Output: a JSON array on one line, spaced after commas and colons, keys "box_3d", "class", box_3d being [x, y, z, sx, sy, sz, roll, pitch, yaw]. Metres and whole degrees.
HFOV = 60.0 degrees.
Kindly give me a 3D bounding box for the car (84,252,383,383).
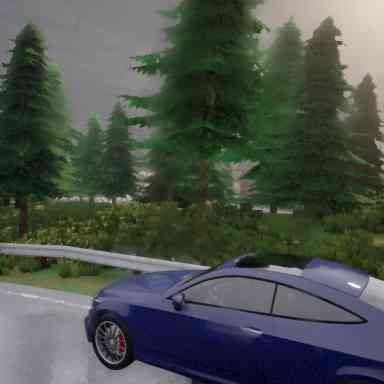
[{"box_3d": [0.779, 1.499, 4.083, 4.674, 1.442, 1.812, 1, 1, 31], "class": "car"}]
